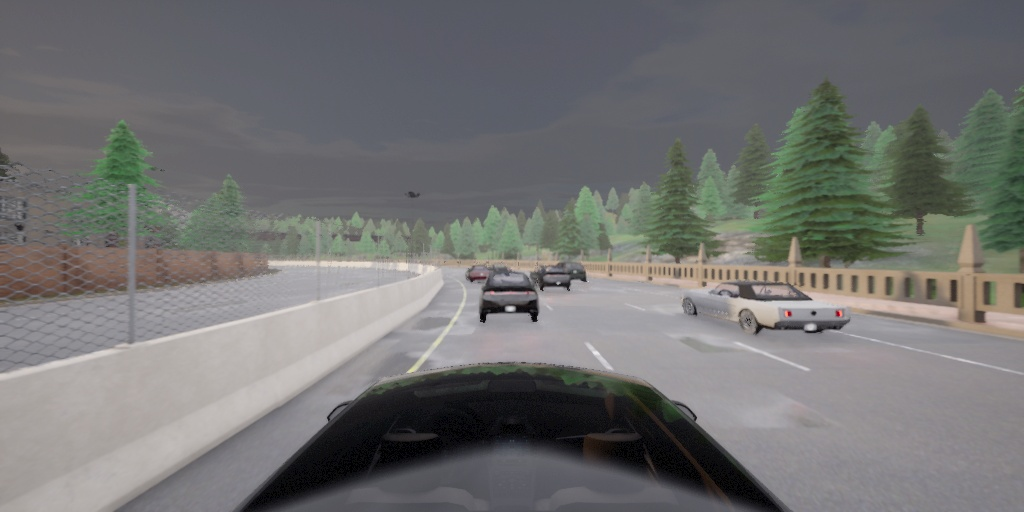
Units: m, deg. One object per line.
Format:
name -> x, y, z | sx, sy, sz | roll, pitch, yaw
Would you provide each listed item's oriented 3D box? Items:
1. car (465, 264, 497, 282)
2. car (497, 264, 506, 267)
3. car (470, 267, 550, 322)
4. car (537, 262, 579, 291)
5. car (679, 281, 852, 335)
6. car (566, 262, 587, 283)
car -> -2.892, 1.466, 30.896 | 1.994, 1.385, 4.181 | 0, 0, -13
car -> -1.674, 1.548, 39.610 | 1.895, 1.301, 4.718 | 0, 0, -18
car -> -0.185, 1.298, 12.600 | 2.128, 1.511, 4.902 | 0, 0, -3
car -> 2.270, 1.351, 22.621 | 2.128, 1.511, 4.902 | 0, 0, -8
car -> 6.942, 1.397, 10.661 | 1.895, 1.301, 4.718 | 0, 0, -2
car -> 4.478, 1.249, 29.915 | 2.097, 1.767, 4.553 | 0, 0, -11
